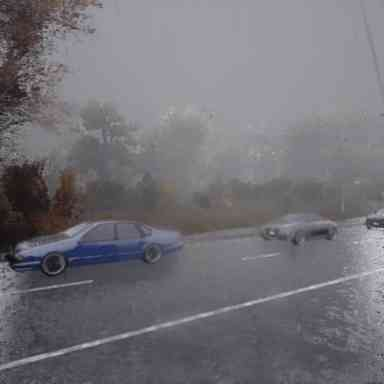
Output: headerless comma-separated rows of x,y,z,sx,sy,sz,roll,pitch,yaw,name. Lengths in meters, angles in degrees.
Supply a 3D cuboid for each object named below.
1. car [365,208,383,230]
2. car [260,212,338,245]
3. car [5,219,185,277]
13.540,1.696,22.209,5.008,1.535,1.882,-1,0,-35,car
5.303,1.719,16.347,4.181,1.385,1.994,1,0,-35,car
-2.818,1.590,10.587,5.357,1.411,2.033,1,0,-35,car
